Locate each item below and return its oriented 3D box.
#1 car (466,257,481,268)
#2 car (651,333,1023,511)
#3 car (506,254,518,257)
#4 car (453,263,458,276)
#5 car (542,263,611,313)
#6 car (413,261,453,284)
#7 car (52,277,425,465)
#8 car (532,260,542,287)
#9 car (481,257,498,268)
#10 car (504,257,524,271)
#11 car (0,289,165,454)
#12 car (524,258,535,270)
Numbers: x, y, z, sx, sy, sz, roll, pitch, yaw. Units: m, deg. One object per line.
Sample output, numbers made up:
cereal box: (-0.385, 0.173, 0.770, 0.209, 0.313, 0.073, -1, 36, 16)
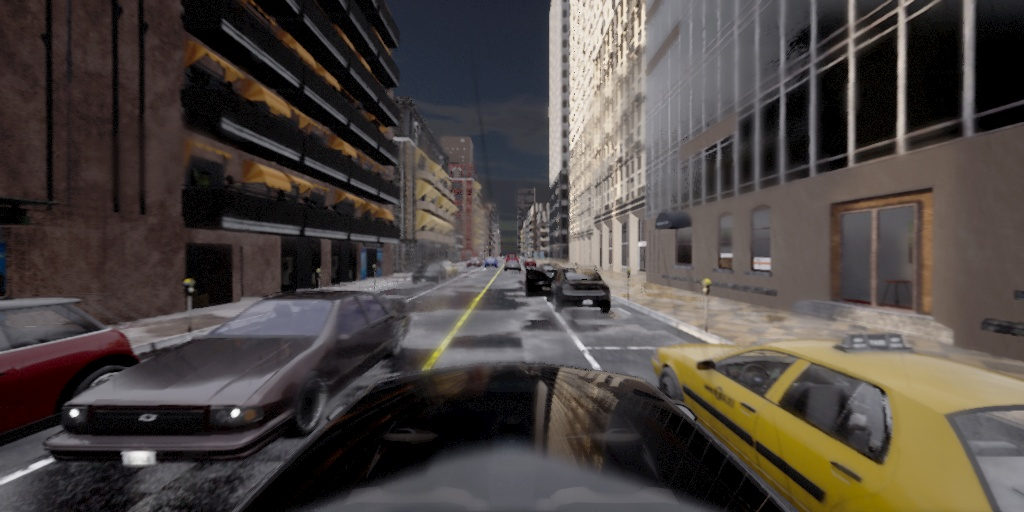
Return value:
car: (-5.684, 0.900, 53.610, 1.967, 1.591, 4.097, 0, 0, 0)
car: (2.690, 1.269, 2.944, 1.751, 1.417, 4.829, 0, 0, 0)
car: (0.007, 0.674, 55.093, 2.150, 2.045, 5.566, 0, 0, 0)
car: (-5.688, 1.107, 30.847, 1.751, 1.417, 4.829, 0, 0, 0)
car: (2.355, 1.185, 13.576, 1.837, 1.490, 4.892, 0, 0, 0)
car: (-5.689, 1.178, 25.368, 1.948, 1.339, 4.313, 0, 0, 0)
car: (-3.101, 1.274, 5.639, 2.033, 1.411, 5.357, 0, 0, 0)
car: (2.693, 1.178, 25.367, 1.948, 1.339, 4.313, 0, 0, 0)
car: (-2.998, 0.949, 52.108, 1.882, 1.535, 5.008, 0, 0, 0)
car: (0.081, 1.080, 42.971, 1.994, 1.385, 4.181, 0, 0, 0)
car: (-5.691, 1.184, 2.775, 1.967, 1.591, 4.097, 0, 0, 0)
car: (2.696, 1.005, 53.609, 1.888, 1.381, 4.507, 0, 0, 0)
